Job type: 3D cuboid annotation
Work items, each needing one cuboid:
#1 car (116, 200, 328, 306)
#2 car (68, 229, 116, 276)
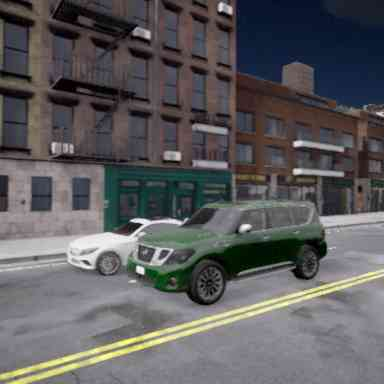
[{"bbox_3d":[1.173,1.249,8.501,5.566,2.045,2.150,0,0,-36],"label":"car"},{"bbox_3d":[-1.482,1.561,10.596,4.674,1.442,1.812,0,0,-35],"label":"car"}]
